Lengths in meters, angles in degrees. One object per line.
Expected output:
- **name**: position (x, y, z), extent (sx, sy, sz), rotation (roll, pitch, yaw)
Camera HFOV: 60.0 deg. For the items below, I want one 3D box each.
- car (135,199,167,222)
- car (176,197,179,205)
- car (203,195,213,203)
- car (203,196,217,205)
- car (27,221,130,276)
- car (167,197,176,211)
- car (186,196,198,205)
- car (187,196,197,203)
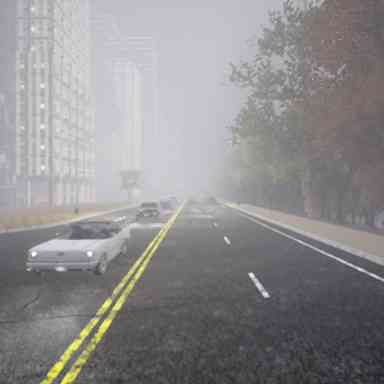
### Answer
- **car**: position (-3.344, 1.502, 26.515), extent (1.837, 1.490, 4.892), rotation (0, -1, 0)
- **car**: position (-3.265, 1.520, 56.713), extent (1.812, 1.442, 4.674), rotation (0, 0, 0)
- **car**: position (3.260, 1.456, 68.136), extent (1.882, 1.535, 5.008), rotation (0, 0, 0)
- **car**: position (3.257, 1.500, 57.742), extent (1.837, 1.490, 4.892), rotation (0, 0, 0)
- **car**: position (-3.357, 1.658, 10.728), extent (1.895, 1.301, 4.718), rotation (0, 0, 0)
- **car**: position (-3.326, 1.559, 40.756), extent (1.994, 1.385, 4.181), rotation (0, 0, 0)
- **car**: position (0.009, 1.542, 57.742), extent (2.033, 1.411, 5.357), rotation (0, 0, 0)
- **car**: position (0.010, 1.514, 68.136), extent (1.812, 1.442, 4.674), rotation (0, 0, 0)
